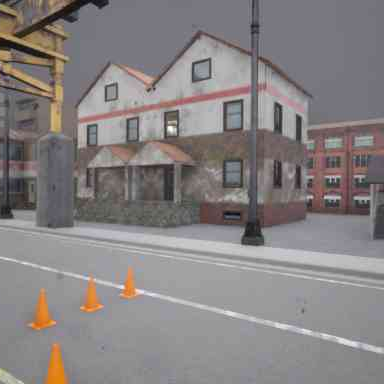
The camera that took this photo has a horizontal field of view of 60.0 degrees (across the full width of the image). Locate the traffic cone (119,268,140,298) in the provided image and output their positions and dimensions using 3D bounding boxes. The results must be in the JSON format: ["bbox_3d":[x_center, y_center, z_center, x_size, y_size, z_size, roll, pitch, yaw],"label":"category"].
[{"bbox_3d":[-1.355,1.949,7.235,0.340,0.580,0.340,0,0,36],"label":"traffic cone"}]

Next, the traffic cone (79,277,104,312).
[{"bbox_3d":[-1.940,1.949,6.424,0.340,0.580,0.340,0,0,36],"label":"traffic cone"}]

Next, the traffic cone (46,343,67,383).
[{"bbox_3d":[-1.488,1.952,3.632,0.340,0.580,0.340,0,0,36],"label":"traffic cone"}]

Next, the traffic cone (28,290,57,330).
[{"bbox_3d":[-2.525,1.949,5.613,0.340,0.580,0.340,0,0,36],"label":"traffic cone"}]
